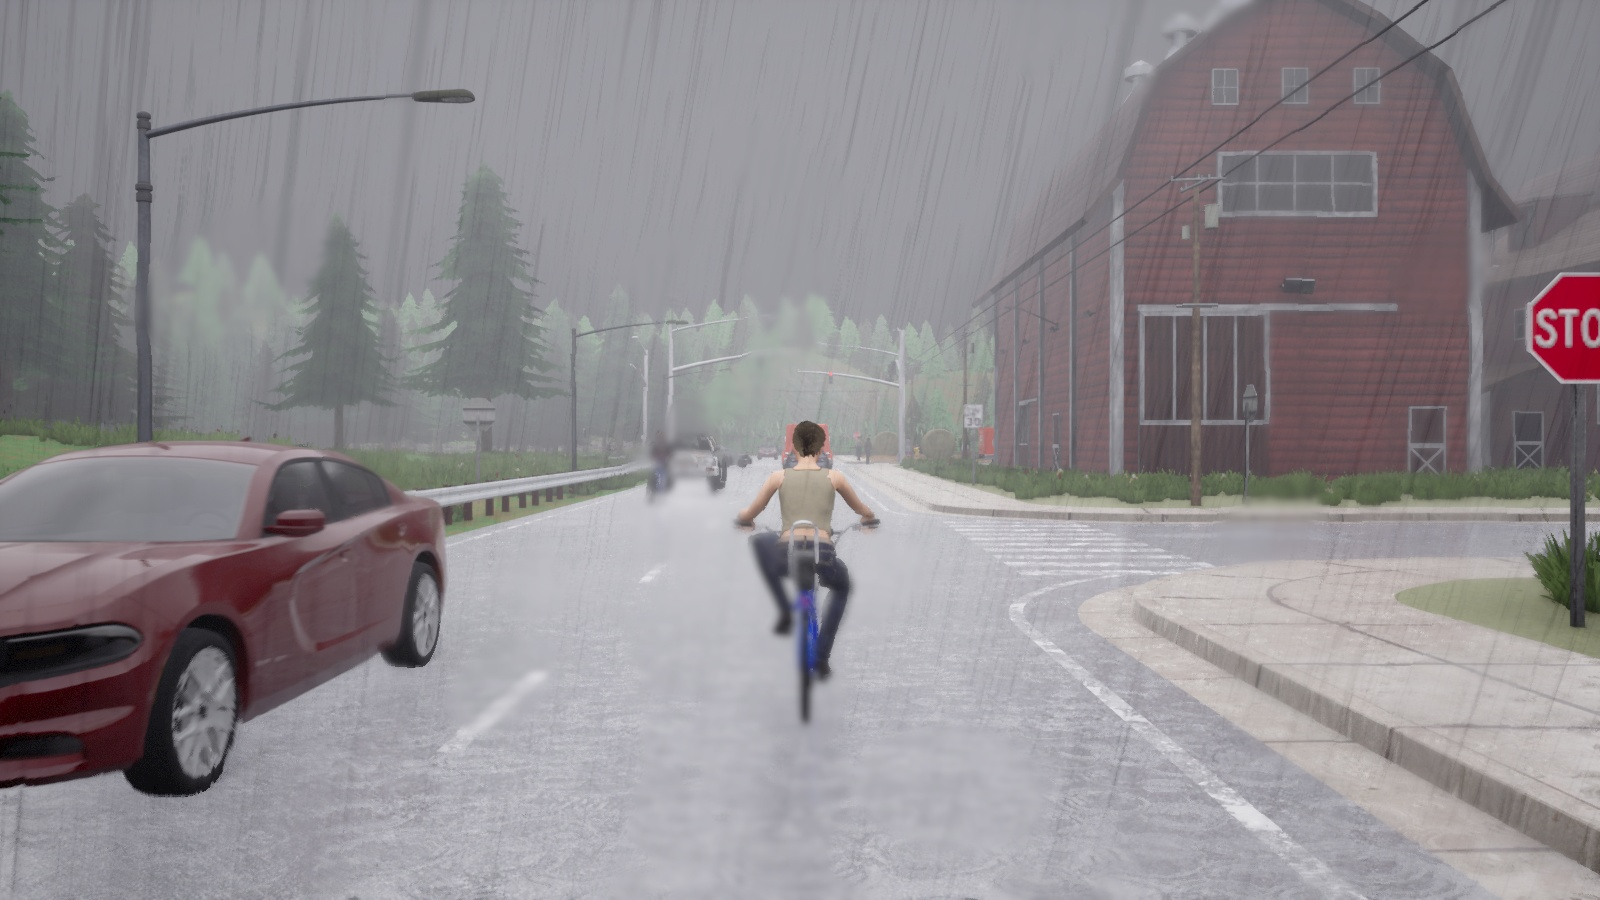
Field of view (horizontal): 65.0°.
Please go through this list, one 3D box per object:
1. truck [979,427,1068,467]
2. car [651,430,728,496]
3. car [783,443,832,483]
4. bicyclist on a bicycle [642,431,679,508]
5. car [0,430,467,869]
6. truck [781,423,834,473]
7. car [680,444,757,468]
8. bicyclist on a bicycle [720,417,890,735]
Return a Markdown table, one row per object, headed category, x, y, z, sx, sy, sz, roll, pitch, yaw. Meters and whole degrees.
| category | x | y | z | sx | sy | sz | roll | pitch | yaw |
| --- | --- | --- | --- | --- | --- | --- | --- | --- | --- |
| truck | 14.239 | -0.218 | 80.226 | 5.204 | 2.467 | 2.627 | 0 | 0 | -1 |
| car | -3.272 | 0.346 | 37.967 | 1.932 | 1.855 | 4.605 | 0 | 1 | 0 |
| car | 0.290 | 0.485 | 48.810 | 1.816 | 1.474 | 4.193 | 0 | 0 | 0 |
| bicyclist on a bicycle | -3.316 | 0.445 | 29.987 | 0.659 | 1.776 | 1.843 | 0 | 0 | 0 |
| car | -3.446 | 0.682 | 6.896 | 1.882 | 1.535 | 5.008 | 0 | 0 | 0 |
| truck | 0.381 | -0.106 | 64.841 | 2.627 | 2.467 | 5.204 | 0 | 0 | 0 |
| car | -4.893 | 0.369 | 75.090 | 4.181 | 1.385 | 1.994 | 0 | 0 | 29 |
| bicyclist on a bicycle | 0.043 | 0.643 | 7.141 | 0.866 | 1.612 | 1.509 | 0 | 0 | 1 |
